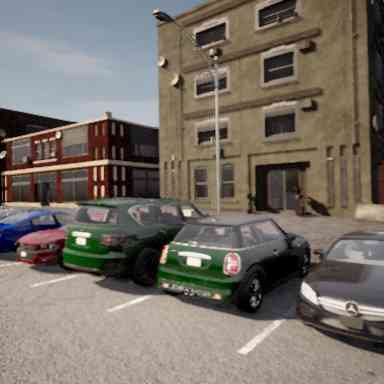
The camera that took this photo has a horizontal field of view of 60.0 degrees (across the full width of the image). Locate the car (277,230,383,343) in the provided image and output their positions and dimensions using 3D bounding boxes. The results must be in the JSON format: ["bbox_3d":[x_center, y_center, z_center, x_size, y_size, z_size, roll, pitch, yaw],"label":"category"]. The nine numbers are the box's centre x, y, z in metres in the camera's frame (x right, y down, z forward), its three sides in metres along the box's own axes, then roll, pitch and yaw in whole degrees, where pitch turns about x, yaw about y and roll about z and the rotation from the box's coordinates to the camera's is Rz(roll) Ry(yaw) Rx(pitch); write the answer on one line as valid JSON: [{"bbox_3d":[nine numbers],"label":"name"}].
[{"bbox_3d":[3.529,1.515,6.442,2.002,1.452,4.674,0,0,36],"label":"car"}]

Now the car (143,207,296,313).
[{"bbox_3d":[1.266,1.337,8.014,2.185,1.767,4.553,0,0,36],"label":"car"}]

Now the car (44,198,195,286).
[{"bbox_3d":[-0.941,1.203,9.664,2.435,2.045,5.566,0,0,36],"label":"car"}]

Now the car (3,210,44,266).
[{"bbox_3d":[-3.198,1.449,11.246,2.097,1.535,5.008,0,0,36],"label":"car"}]

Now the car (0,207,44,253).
[{"bbox_3d":[-5.447,1.447,12.840,2.097,1.535,5.008,0,0,36],"label":"car"}]
